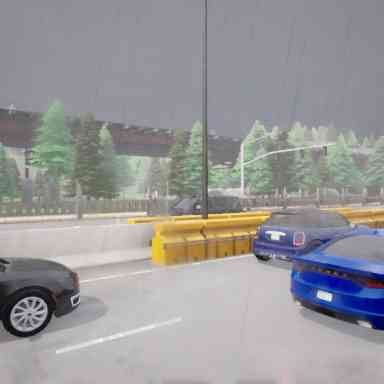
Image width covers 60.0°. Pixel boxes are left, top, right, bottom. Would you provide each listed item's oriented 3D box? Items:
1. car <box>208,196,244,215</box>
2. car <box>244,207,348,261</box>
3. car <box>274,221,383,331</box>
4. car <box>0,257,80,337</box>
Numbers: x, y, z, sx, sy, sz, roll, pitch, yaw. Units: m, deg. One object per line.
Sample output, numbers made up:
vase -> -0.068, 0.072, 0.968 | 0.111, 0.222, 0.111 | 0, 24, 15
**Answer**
car -> 0.307, 1.223, 17.119 | 5.566, 2.045, 2.150 | 0, 0, -36
car -> 4.185, 1.352, 11.037 | 4.553, 1.767, 2.097 | 0, 0, -36
car -> 4.091, 1.478, 6.669 | 5.008, 1.535, 1.882 | 0, 0, -36
car -> -4.235, 1.505, 5.025 | 4.892, 1.490, 1.837 | 0, 0, -35
